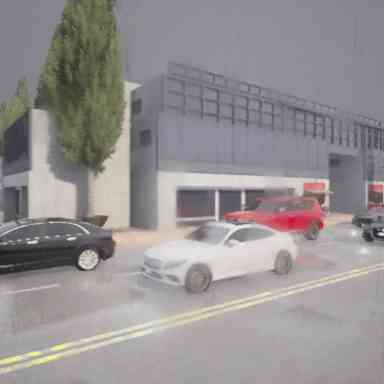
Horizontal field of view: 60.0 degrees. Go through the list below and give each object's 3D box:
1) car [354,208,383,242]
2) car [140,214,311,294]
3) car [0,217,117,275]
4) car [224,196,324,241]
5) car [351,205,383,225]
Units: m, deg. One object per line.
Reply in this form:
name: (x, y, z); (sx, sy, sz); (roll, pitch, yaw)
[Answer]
car: (9.586, 1.587, 15.112); (4.181, 1.385, 1.994); (0, 0, -35)
car: (0.908, 1.533, 8.935); (4.674, 1.442, 1.812); (0, 0, -35)
car: (-4.576, 1.507, 9.326); (4.892, 1.490, 1.837); (0, 0, -35)
car: (3.782, 1.237, 15.290); (5.566, 2.045, 2.150); (0, 0, -36)
car: (12.516, 1.579, 21.465); (5.357, 1.411, 2.033); (0, 0, -35)
